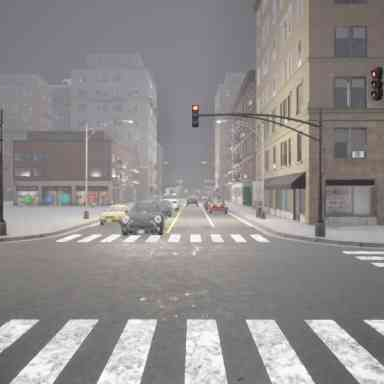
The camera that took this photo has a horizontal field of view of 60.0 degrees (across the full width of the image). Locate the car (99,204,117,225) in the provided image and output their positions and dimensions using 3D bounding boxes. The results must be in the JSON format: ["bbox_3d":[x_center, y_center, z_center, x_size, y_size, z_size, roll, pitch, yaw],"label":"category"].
[{"bbox_3d":[-5.361,1.526,23.939,1.752,1.417,4.829,0,0,0],"label":"car"}]

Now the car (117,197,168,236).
[{"bbox_3d":[-2.575,1.352,18.375,2.097,1.767,4.553,0,0,-3],"label":"car"}]

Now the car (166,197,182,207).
[{"bbox_3d":[-2.747,1.550,51.846,2.033,1.411,5.357,0,0,1],"label":"car"}]

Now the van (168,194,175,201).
[{"bbox_3d":[-5.290,1.349,86.390,1.690,1.788,3.998,0,0,0],"label":"van"}]

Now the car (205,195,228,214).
[{"bbox_3d":[2.677,1.441,35.423,1.967,1.590,4.097,0,0,0],"label":"car"}]

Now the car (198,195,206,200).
[{"bbox_3d":[2.742,1.575,92.042,1.947,1.339,4.313,0,0,0],"label":"car"}]

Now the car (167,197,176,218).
[{"bbox_3d":[-2.806,1.507,30.789,1.837,1.490,4.892,0,0,0],"label":"car"}]

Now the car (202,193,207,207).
[{"bbox_3d":[2.683,1.317,41.085,2.192,1.841,5.009,0,0,0],"label":"car"}]

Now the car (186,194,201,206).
[{"bbox_3d":[0.062,1.508,54.044,1.837,1.490,4.892,0,0,0],"label":"car"}]

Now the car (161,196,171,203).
[{"bbox_3d":[-5.309,1.530,69.235,1.752,1.417,4.829,0,0,0],"label":"car"}]

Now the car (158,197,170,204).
[{"bbox_3d":[-5.316,1.586,63.743,1.802,1.307,4.206,0,0,0],"label":"car"}]

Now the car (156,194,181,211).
[{"bbox_3d":[-2.760,1.223,41.427,2.150,2.045,5.566,0,0,0],"label":"car"}]
